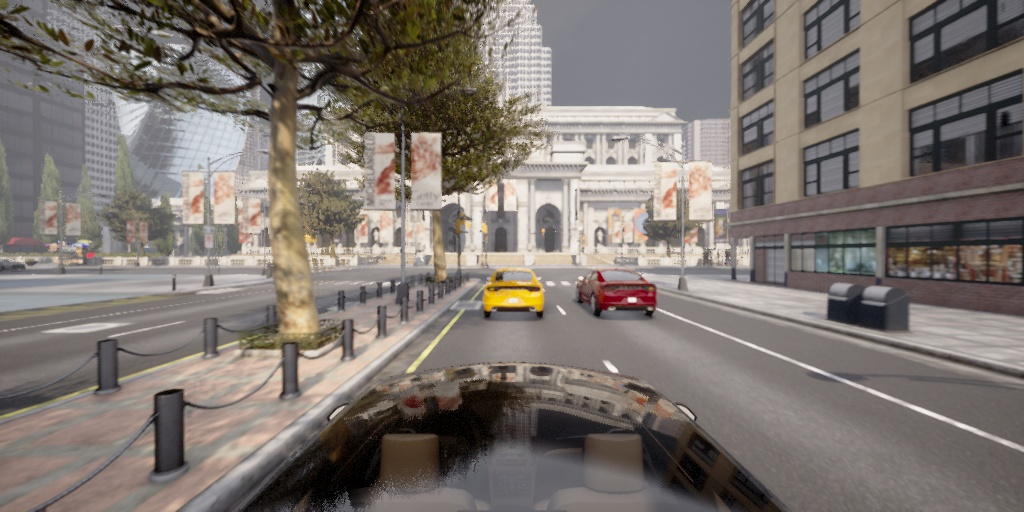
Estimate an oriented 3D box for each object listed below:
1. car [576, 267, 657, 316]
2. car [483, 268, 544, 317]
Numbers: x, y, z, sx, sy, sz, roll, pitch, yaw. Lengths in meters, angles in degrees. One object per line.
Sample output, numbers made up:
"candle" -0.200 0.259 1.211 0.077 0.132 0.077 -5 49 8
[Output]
"car" 3.570 1.162 13.074 1.882 1.535 5.008 0 0 0
"car" 0.068 1.163 12.900 1.882 1.535 5.008 0 0 1
